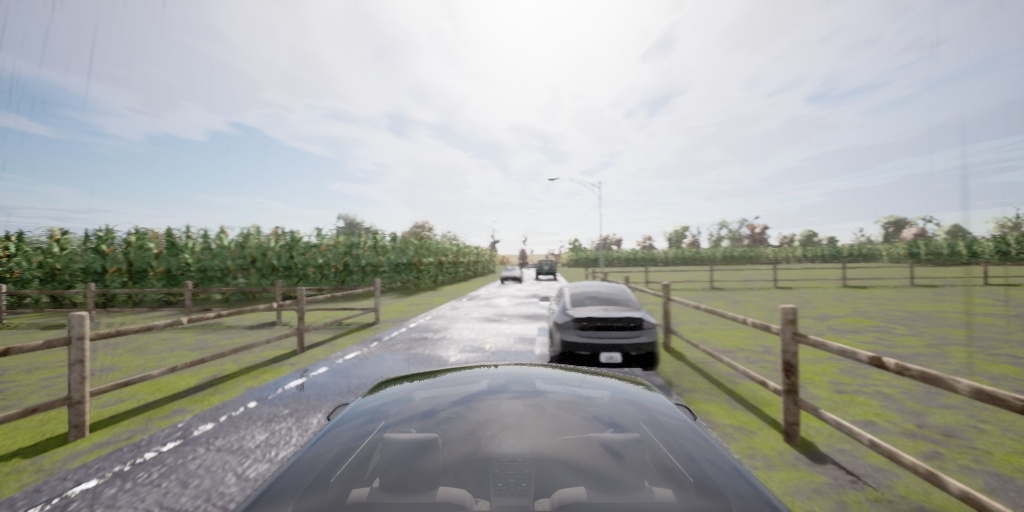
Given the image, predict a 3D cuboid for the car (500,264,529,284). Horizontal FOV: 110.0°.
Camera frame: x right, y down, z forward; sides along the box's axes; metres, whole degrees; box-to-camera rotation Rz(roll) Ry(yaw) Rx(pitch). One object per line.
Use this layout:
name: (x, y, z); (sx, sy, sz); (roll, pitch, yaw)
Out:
car: (0.095, 1.651, 31.822); (2.033, 1.411, 5.357); (-1, -1, 5)

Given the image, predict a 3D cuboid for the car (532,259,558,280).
car: (3.478, 1.330, 36.654); (2.150, 2.045, 5.566); (-1, -1, 5)

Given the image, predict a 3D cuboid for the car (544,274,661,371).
car: (1.701, 1.304, 7.792); (1.837, 1.490, 4.892); (-1, -1, 5)
